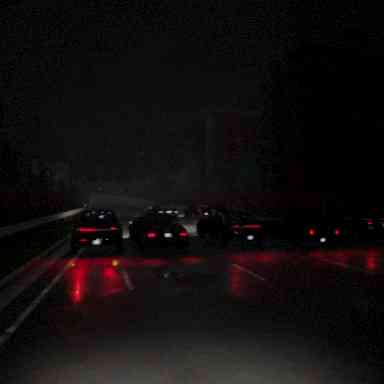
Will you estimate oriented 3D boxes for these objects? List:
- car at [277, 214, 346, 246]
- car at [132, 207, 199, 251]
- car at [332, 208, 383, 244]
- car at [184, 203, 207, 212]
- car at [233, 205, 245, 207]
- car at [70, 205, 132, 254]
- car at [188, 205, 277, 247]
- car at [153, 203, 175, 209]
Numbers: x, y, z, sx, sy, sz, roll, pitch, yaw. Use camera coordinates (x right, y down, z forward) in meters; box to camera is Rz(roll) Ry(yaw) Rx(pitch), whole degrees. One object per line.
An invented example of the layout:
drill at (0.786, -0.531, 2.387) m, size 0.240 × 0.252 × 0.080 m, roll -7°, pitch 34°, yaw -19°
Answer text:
car at (5.059, 1.791, 16.609) m, size 1.895 × 1.301 × 4.718 m, roll 1°, pitch 0°, yaw -17°
car at (-1.603, 1.619, 14.460) m, size 2.033 × 1.411 × 5.357 m, roll 1°, pitch 0°, yaw -17°
car at (8.419, 1.599, 17.606) m, size 2.097 × 1.767 × 4.553 m, roll 1°, pitch -1°, yaw -17°
car at (0.614, 1.744, 31.239) m, size 1.812 × 1.442 × 4.674 m, roll 1°, pitch 0°, yaw -17°
car at (4.042, 1.877, 31.978) m, size 1.895 × 1.301 × 4.718 m, roll 1°, pitch 0°, yaw -17°
car at (-3.808, 1.504, 13.665) m, size 2.128 × 1.511 × 4.902 m, roll 1°, pitch 0°, yaw -14°
car at (1.661, 1.624, 15.767) m, size 2.128 × 1.511 × 4.902 m, roll 1°, pitch 0°, yaw -17°
car at (-2.620, 1.706, 29.829) m, size 2.033 × 1.411 × 5.357 m, roll 1°, pitch 0°, yaw -17°
